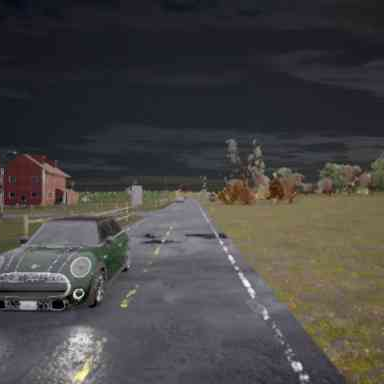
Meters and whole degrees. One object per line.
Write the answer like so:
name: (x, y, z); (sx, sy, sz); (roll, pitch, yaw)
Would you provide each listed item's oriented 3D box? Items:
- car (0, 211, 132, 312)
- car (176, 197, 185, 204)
car: (-2.846, 1.404, 8.043); (2.097, 1.767, 4.553); (0, -1, 0)
car: (-2.761, 2.066, 80.545); (1.882, 1.535, 5.008); (0, 0, 0)
